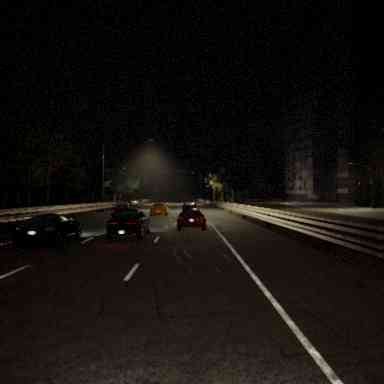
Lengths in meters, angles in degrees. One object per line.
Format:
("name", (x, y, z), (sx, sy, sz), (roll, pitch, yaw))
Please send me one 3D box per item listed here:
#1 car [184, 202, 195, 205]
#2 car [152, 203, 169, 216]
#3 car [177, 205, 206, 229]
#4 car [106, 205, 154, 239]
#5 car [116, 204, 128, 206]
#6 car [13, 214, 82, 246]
("car", (-0.371, 2.076, 44.191), (2.128, 1.511, 4.902), (0, -1, -1))
("car", (-3.770, 1.988, 38.915), (1.882, 1.535, 5.008), (0, -1, -1))
("car", (-0.049, 1.870, 23.979), (1.994, 1.385, 4.181), (0, -1, -1))
("car", (-3.495, 1.742, 18.801), (1.837, 1.490, 4.892), (0, 0, 0))
("car", (-7.200, 2.005, 35.012), (2.033, 1.411, 5.357), (0, -1, -1))
("car", (-6.976, 1.769, 16.463), (1.994, 1.385, 4.181), (0, -1, 0))
